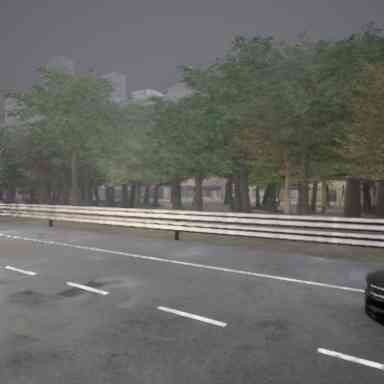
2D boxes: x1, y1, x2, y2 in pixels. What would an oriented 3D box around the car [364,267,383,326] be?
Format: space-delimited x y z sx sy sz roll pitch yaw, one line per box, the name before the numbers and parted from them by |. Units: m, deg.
car | 5.132 1.496 4.509 5.008 1.535 1.882 0 0 35
